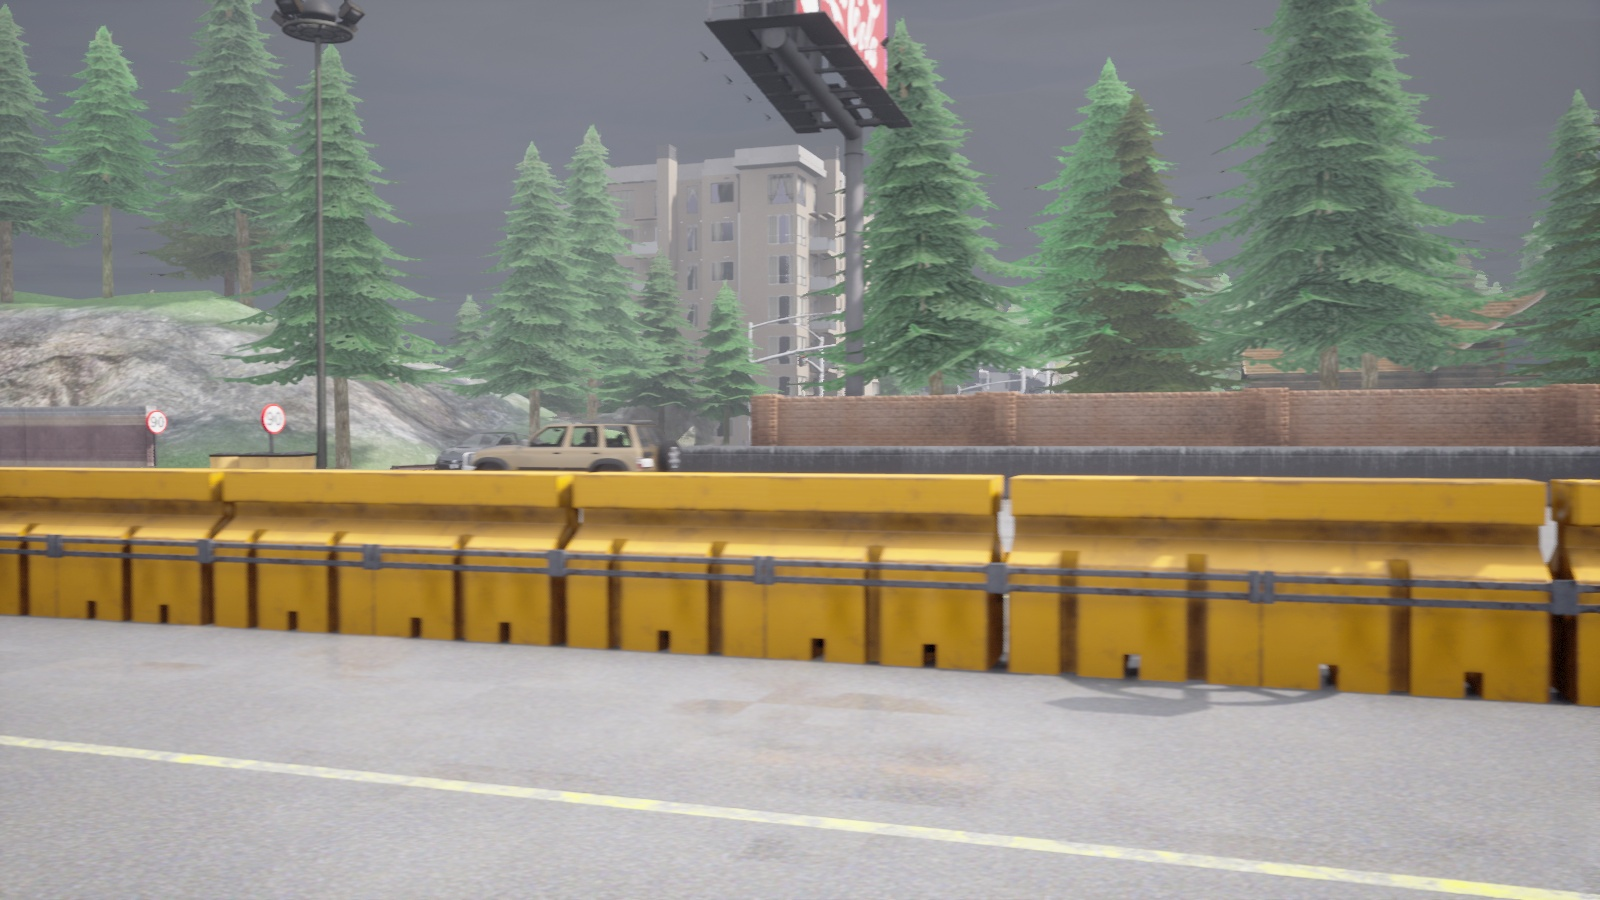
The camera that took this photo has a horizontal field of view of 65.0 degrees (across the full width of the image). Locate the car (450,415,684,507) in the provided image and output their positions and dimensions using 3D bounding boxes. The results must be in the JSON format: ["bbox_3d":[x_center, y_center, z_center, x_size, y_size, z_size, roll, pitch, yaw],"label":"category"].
[{"bbox_3d":[-4.998,0.191,27.056,4.605,1.855,1.932,1,1,20],"label":"car"}]

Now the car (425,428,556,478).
[{"bbox_3d":[-9.955,0.063,40.777,2.007,1.525,4.514,1,1,19],"label":"car"}]
